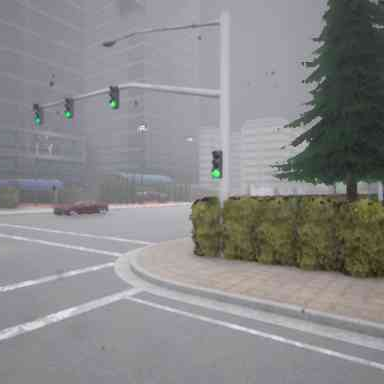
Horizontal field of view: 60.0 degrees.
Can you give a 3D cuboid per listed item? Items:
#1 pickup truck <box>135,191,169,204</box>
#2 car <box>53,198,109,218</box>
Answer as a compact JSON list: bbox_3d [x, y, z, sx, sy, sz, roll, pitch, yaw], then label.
[{"bbox_3d":[-6.989,0.846,55.606,6.274,2.098,2.390,0,0,-24],"label":"pickup truck"},{"bbox_3d":[-9.628,1.338,29.155,1.882,1.535,5.008,0,0,35],"label":"car"}]
